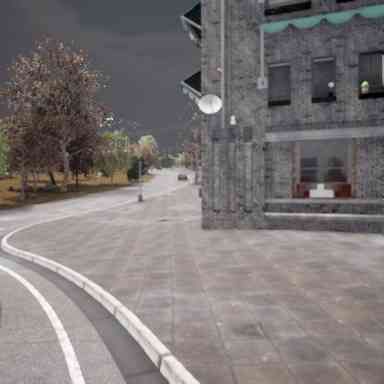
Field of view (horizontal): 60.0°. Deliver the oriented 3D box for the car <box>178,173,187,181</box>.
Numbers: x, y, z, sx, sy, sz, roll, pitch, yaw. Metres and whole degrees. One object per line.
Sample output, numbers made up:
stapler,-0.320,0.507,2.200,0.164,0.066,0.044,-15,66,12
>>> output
car,-1.873,-3.163,67.521,2.128,1.511,4.902,0,5,0
